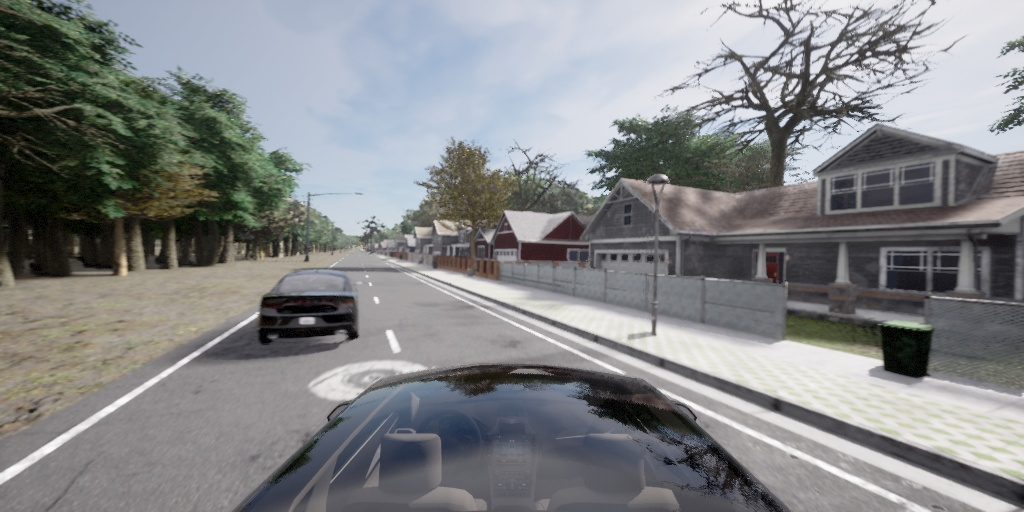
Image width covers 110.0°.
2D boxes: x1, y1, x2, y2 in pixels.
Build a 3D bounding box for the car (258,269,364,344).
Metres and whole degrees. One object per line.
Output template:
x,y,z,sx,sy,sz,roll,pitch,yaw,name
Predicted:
-4.954,1.077,9.240,1.882,1.535,5.008,2,0,-23,car
